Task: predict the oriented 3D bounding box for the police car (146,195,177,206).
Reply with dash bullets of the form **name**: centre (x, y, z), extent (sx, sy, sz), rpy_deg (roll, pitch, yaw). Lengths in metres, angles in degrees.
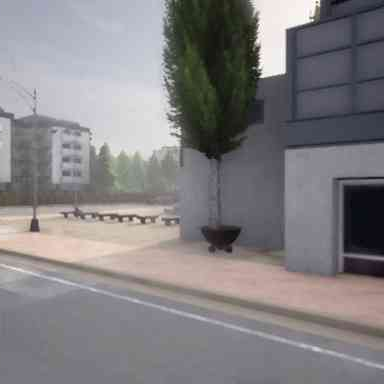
- **police car**: centre (-4.888, 1.358, 54.271), extent (5.238, 1.638, 1.930), rpy_deg (0, 0, -33)
